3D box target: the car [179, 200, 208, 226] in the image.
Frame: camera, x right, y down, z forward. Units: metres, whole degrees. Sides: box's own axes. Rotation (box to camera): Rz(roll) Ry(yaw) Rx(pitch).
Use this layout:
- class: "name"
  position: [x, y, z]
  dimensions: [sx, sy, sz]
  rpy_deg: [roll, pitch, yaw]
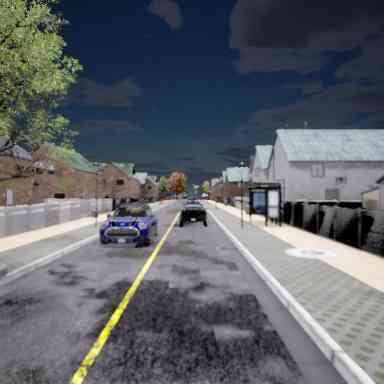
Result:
- class: "car"
  position: [0.097, 1.546, 24.018]
  dimensions: [1.837, 1.490, 4.892]
  rpy_deg: [0, 0, 0]

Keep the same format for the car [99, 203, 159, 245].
- class: "car"
  position: [-2.810, 1.374, 15.616]
  dimensions: [2.097, 1.767, 4.553]
  rpy_deg: [0, 0, 0]
